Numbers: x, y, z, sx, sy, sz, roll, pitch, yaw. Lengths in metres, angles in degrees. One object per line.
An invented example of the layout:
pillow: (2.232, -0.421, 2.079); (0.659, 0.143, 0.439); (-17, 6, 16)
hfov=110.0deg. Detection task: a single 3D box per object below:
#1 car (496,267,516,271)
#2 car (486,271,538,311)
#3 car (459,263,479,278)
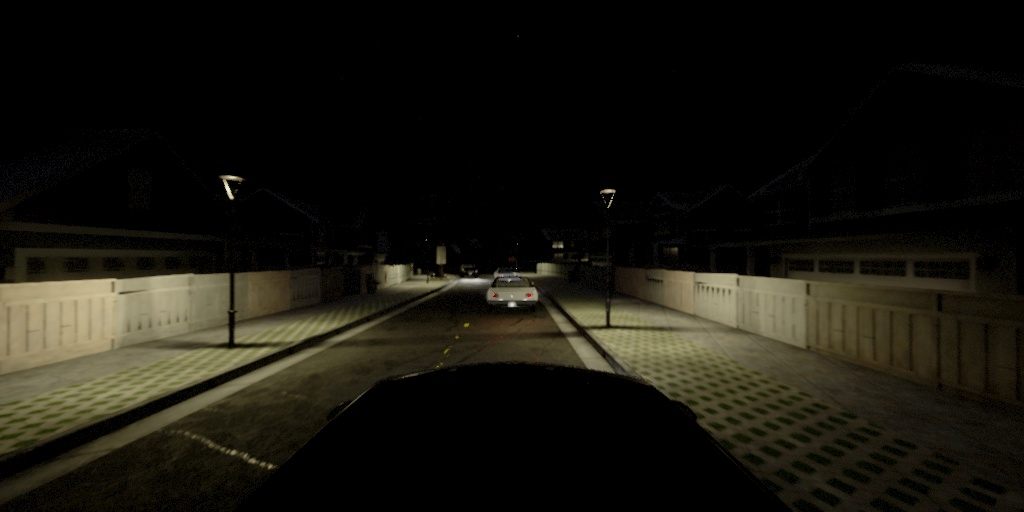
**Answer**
car: (-0.508, 1.601, 30.187); (1.895, 1.301, 4.718); (0, 0, -6)
car: (0.015, 1.475, 15.102); (1.895, 1.301, 4.718); (0, 0, 0)
car: (-4.696, 1.562, 38.978); (2.128, 1.511, 4.902); (0, -1, -11)
